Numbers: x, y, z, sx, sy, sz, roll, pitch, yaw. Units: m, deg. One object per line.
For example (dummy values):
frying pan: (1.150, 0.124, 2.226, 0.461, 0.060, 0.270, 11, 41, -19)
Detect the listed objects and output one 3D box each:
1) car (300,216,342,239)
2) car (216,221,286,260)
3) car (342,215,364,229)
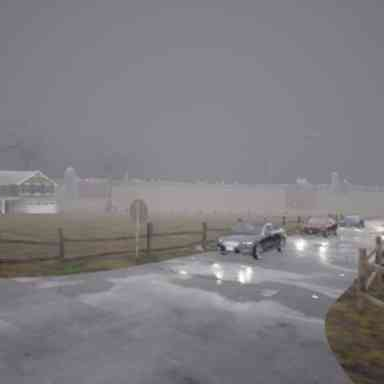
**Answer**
car: (9.808, 2.632, 25.534, 1.882, 1.535, 5.008, 1, -2, 35)
car: (2.906, 2.128, 15.550, 2.128, 1.511, 4.902, 1, -2, 34)
car: (18.125, 3.310, 37.485, 1.812, 1.442, 4.674, 1, -2, 35)
